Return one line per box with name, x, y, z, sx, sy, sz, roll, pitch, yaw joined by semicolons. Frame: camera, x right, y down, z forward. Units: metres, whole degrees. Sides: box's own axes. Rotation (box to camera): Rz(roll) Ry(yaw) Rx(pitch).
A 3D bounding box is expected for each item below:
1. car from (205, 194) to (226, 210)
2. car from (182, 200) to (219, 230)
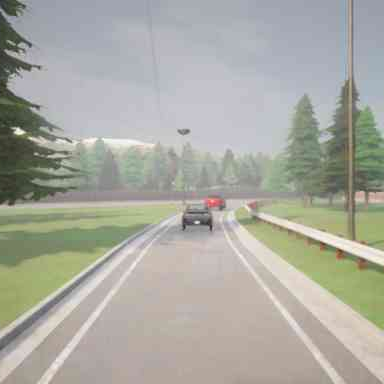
car;3.065;1.238;42.581;2.150;2.045;5.566;0;0;13
car;0.396;1.502;21.131;2.128;1.511;4.902;0;0;3
